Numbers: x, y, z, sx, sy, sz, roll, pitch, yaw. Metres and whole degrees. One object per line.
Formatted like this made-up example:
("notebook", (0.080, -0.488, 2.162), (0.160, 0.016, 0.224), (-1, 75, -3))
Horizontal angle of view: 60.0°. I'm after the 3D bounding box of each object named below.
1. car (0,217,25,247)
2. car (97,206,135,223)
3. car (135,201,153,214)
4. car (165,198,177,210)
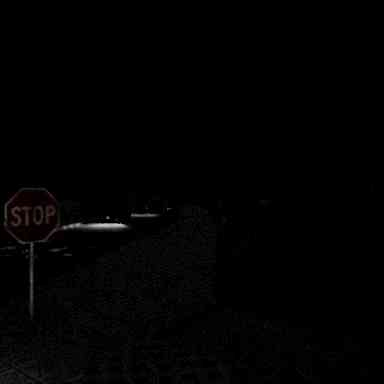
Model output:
("car", (-8.781, 1.738, 13.636), (1.895, 1.301, 4.718), (0, -1, 24))
("car", (-6.518, 1.863, 28.185), (1.994, 1.385, 4.181), (0, -1, 3))
("car", (-6.084, 1.945, 42.470), (1.882, 1.535, 5.008), (0, -1, 0))
("car", (-3.406, 2.166, 54.746), (1.994, 1.385, 4.181), (0, -1, -3))
